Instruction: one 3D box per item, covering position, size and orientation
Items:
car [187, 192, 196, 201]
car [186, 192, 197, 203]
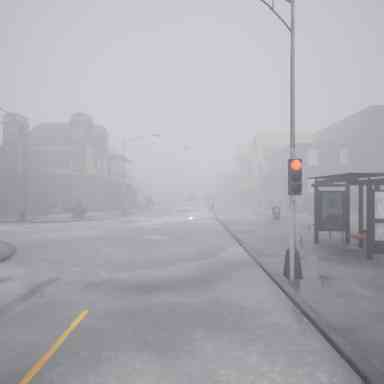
[{"bbox_3d":[-0.076,1.057,77.277,2.150,2.045,5.566,0,0,0],"label":"car"},{"bbox_3d":[-0.066,1.352,67.214,2.097,1.767,4.553,0,0,0],"label":"car"}]
